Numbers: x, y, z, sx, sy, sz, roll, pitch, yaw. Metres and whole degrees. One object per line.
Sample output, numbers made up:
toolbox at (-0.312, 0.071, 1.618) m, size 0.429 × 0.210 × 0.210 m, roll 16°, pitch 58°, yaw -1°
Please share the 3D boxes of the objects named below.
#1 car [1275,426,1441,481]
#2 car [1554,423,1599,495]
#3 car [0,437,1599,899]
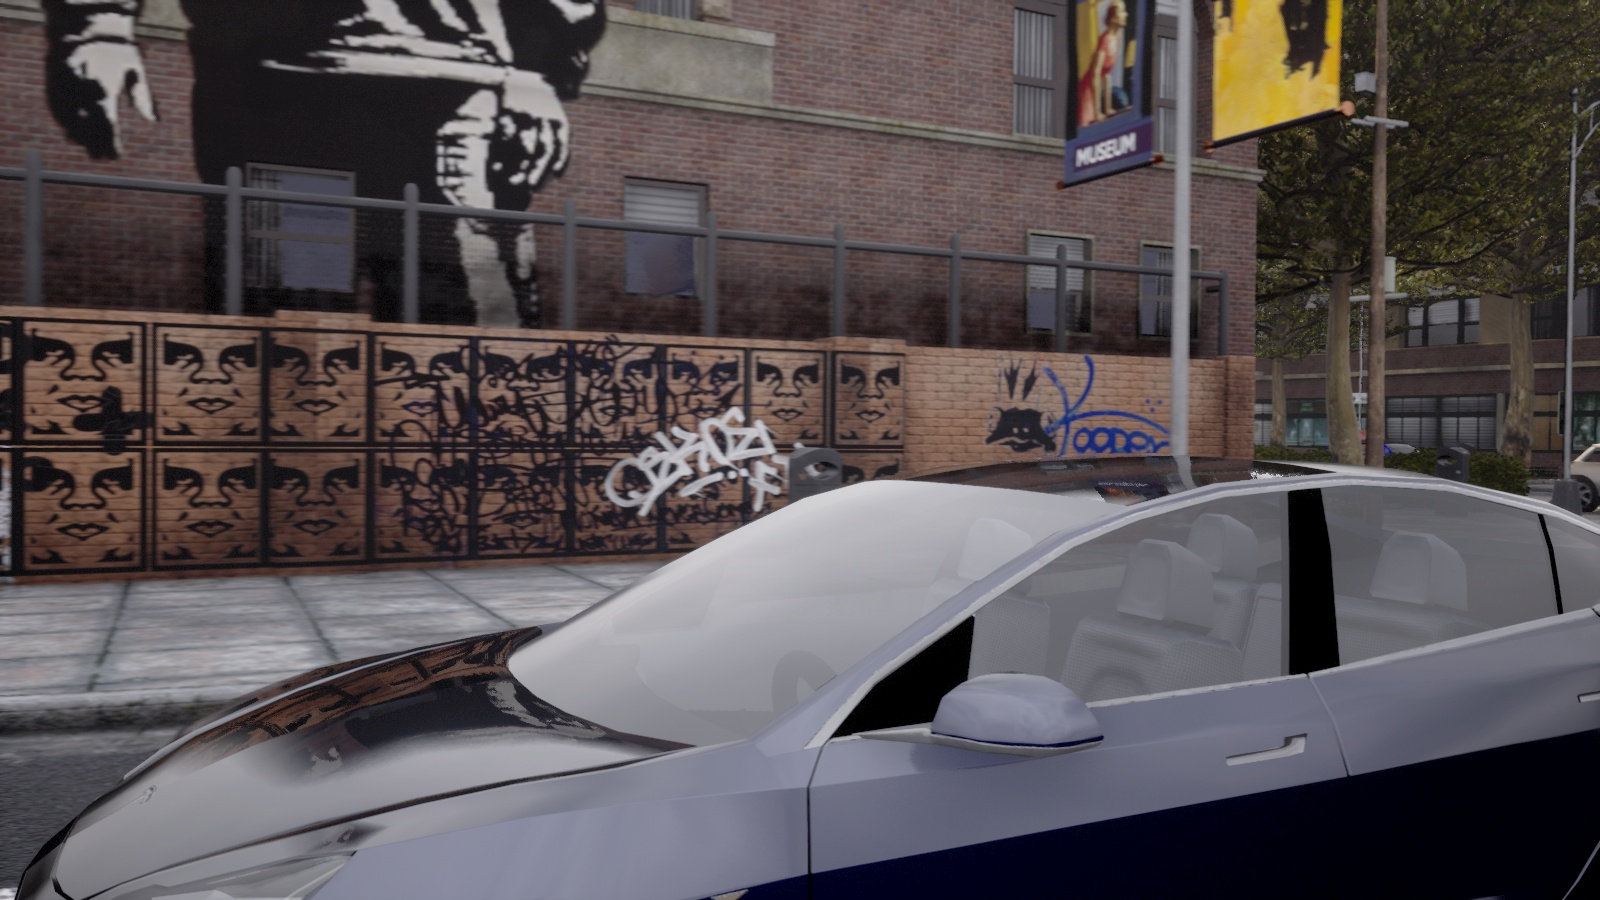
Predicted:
car at (16.040, 0.069, 36.310) m, size 1.816 × 1.474 × 4.193 m, roll -1°, pitch 1°, yaw -26°
car at (17.586, 0.178, 25.151) m, size 1.970 × 1.475 × 3.806 m, roll -1°, pitch 1°, yaw -26°
car at (0.659, 0.737, 3.489) m, size 4.792 × 1.488 × 2.163 m, roll -1°, pitch 1°, yaw -23°
